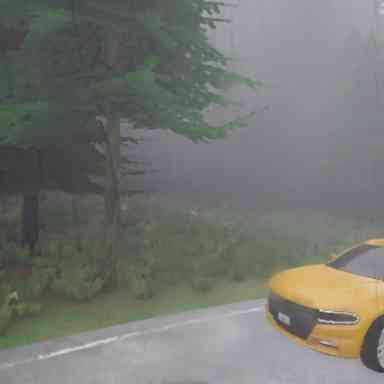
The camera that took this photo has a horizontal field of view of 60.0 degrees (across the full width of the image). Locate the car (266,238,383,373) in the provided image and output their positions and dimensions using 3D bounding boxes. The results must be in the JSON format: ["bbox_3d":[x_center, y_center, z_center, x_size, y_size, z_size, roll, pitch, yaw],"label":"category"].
[{"bbox_3d":[3.632,1.558,5.672,5.008,1.535,1.882,1,-1,-22],"label":"car"}]
